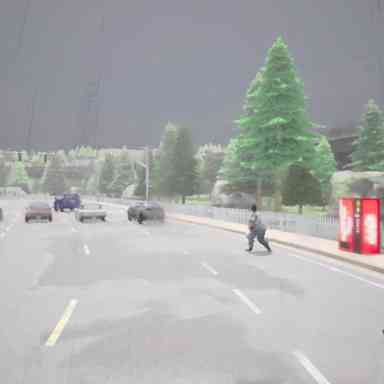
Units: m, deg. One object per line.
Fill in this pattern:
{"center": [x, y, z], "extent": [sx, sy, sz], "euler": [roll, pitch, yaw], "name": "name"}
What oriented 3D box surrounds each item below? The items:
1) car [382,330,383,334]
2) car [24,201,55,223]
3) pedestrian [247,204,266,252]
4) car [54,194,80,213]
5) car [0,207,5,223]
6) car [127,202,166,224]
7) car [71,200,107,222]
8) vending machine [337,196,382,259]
{"center": [3.373, 1.600, 1.984], "extent": [1.895, 1.301, 4.718], "euler": [0, 0, -3], "name": "car"}
{"center": [-11.718, 1.520, 25.466], "extent": [1.812, 1.442, 4.674], "euler": [0, 0, -24], "name": "car"}
{"center": [2.344, 1.291, 12.090], "extent": [0.375, 1.860, 0.375], "euler": [0, 0, -16], "name": "pedestrian"}
{"center": [-14.242, 1.218, 37.912], "extent": [2.150, 2.045, 5.566], "euler": [0, 0, -33], "name": "car"}
{"center": [-15.397, 1.560, 25.096], "extent": [1.994, 1.385, 4.181], "euler": [0, 0, -24], "name": "car"}
{"center": [-3.454, 1.486, 24.443], "extent": [2.128, 1.511, 4.902], "euler": [0, 0, -24], "name": "car"}
{"center": [-8.180, 1.595, 26.557], "extent": [1.895, 1.301, 4.718], "euler": [0, 0, -25], "name": "car"}
{"center": [5.851, 1.193, 11.670], "extent": [1.100, 2.100, 0.880], "euler": [0, 0, -15], "name": "vending machine"}
